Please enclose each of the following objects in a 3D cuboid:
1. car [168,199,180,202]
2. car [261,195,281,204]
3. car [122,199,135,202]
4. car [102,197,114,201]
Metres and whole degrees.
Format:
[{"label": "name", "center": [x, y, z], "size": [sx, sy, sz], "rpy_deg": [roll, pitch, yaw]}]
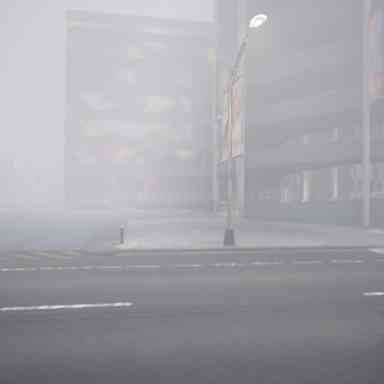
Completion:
[{"label": "car", "center": [-3.250, 1.819, 59.656], "size": [1.895, 1.301, 4.718], "rpy_deg": [1, 0, -9]}, {"label": "car", "center": [14.911, 1.566, 63.292], "size": [2.435, 2.045, 5.566], "rpy_deg": [1, 0, -9]}, {"label": "car", "center": [-8.852, 1.545, 46.875], "size": [2.002, 1.452, 4.674], "rpy_deg": [1, 0, -9]}, {"label": "car", "center": [-14.778, 1.660, 58.304], "size": [2.161, 1.482, 4.786], "rpy_deg": [1, 0, -9]}]
